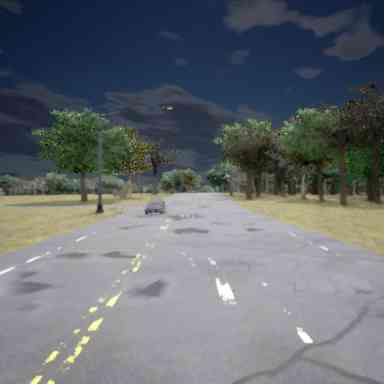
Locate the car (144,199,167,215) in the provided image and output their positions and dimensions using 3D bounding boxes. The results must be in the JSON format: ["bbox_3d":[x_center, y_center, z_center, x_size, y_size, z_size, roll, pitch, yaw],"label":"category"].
[{"bbox_3d":[-3.514,1.447,32.747,1.837,1.490,4.892,0,0,0],"label":"car"}]
